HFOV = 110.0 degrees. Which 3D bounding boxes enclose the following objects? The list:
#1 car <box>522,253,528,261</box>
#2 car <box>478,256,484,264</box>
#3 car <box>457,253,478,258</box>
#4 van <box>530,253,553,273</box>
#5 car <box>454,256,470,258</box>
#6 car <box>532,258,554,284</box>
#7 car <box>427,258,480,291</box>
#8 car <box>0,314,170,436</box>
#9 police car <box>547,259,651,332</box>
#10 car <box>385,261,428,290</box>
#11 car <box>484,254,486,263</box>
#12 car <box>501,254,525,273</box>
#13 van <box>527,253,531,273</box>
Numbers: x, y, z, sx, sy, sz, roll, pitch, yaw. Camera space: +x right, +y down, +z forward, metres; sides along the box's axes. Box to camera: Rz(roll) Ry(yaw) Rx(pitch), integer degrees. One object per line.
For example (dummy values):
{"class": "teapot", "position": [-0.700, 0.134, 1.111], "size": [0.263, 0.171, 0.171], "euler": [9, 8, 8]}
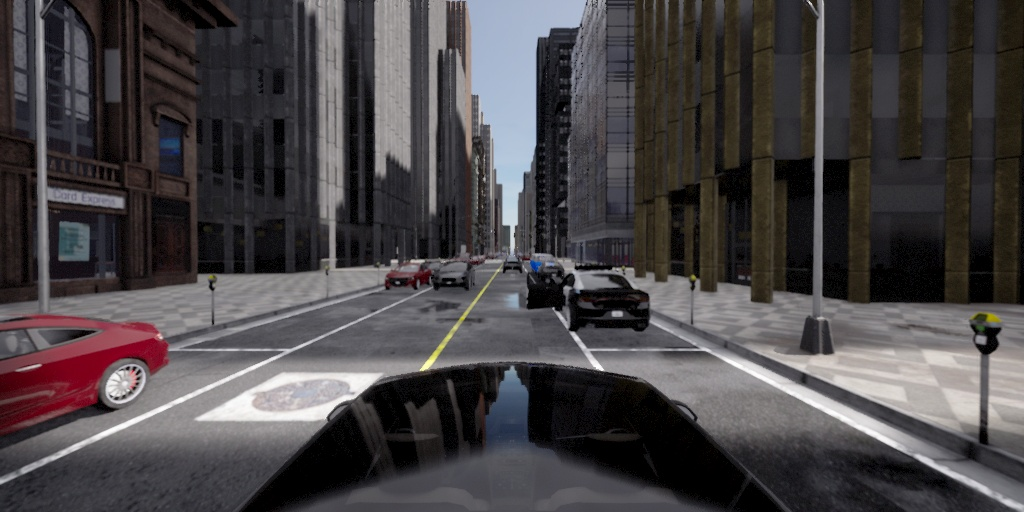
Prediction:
{"class": "car", "position": [2.771, 0.316, 65.277], "size": [2.192, 1.841, 5.009], "euler": [0, 0, 0]}
{"class": "car", "position": [-5.756, 0.678, 54.022], "size": [1.888, 1.381, 4.507], "euler": [0, 0, 0]}
{"class": "car", "position": [-5.758, 0.578, 42.786], "size": [2.192, 1.841, 5.009], "euler": [0, 0, 0]}
{"class": "van", "position": [2.766, 0.735, 31.567], "size": [1.690, 1.789, 3.998], "euler": [0, 0, 0]}
{"class": "car", "position": [-5.758, 0.911, 37.169], "size": [1.802, 1.307, 4.207], "euler": [0, 0, 0]}
{"class": "car", "position": [2.765, 1.011, 25.949], "size": [2.007, 1.370, 4.403], "euler": [0, 0, 0]}
{"class": "car", "position": [-3.097, 1.036, 20.002], "size": [1.837, 1.490, 4.892], "euler": [0, 1, 0]}
{"class": "car", "position": [-5.763, 1.311, 3.461], "size": [1.802, 1.307, 4.207], "euler": [0, 0, 0]}
{"class": "police car", "position": [2.367, 1.068, 10.635], "size": [1.930, 1.638, 5.238], "euler": [0, 1, 0]}
{"class": "car", "position": [-5.760, 1.073, 20.315], "size": [1.888, 1.381, 4.507], "euler": [0, 0, 0]}
{"class": "car", "position": [-5.755, 0.649, 59.640], "size": [1.802, 1.307, 4.207], "euler": [0, 0, 0]}
{"class": "car", "position": [0.059, 0.854, 35.441], "size": [1.837, 1.490, 4.892], "euler": [0, 1, 1]}
{"class": "van", "position": [2.767, 0.669, 37.185], "size": [1.690, 1.789, 3.998], "euler": [0, 0, 0]}
